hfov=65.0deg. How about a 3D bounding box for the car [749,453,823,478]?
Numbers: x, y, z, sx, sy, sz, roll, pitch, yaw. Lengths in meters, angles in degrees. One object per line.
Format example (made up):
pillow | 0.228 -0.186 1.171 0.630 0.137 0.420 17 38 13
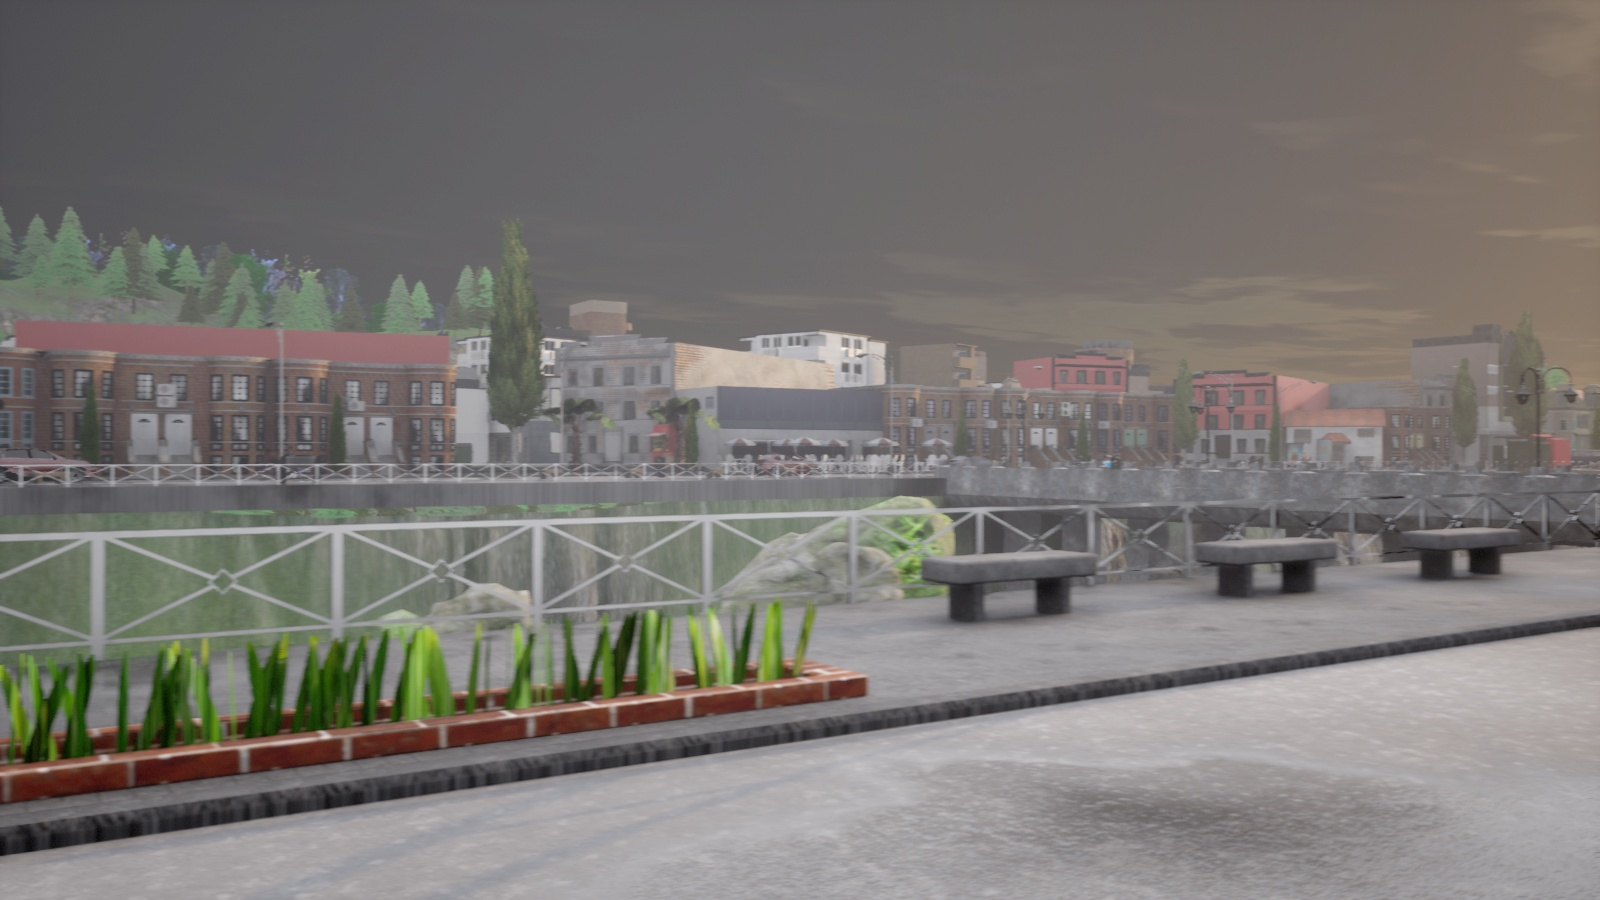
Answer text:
car | -0.858 0.920 76.725 4.193 1.474 1.816 0 0 -33

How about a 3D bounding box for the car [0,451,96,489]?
car | -34.005 0.856 55.594 4.856 1.649 2.033 0 0 -33

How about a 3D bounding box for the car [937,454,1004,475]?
car | 11.479 0.962 84.591 4.181 1.385 1.994 0 0 -32
